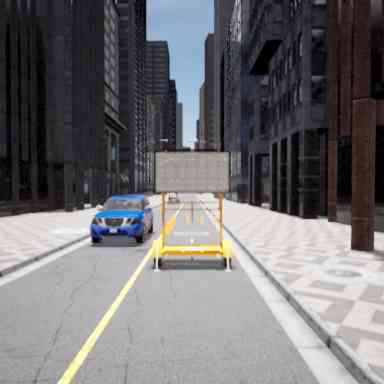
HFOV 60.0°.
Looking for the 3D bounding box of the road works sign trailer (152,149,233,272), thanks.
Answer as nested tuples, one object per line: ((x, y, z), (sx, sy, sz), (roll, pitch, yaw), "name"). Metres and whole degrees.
((0.009, 0.435, 10.668), (2.380, 3.560, 2.880), (0, 0, 0), "road works sign trailer")

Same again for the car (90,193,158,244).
((-3.117, 1.178, 15.926), (2.150, 2.045, 5.566), (0, 0, 0), "car")

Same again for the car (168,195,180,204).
((-3.143, 1.344, 57.507), (2.128, 1.511, 4.902), (0, 0, 0), "car")
